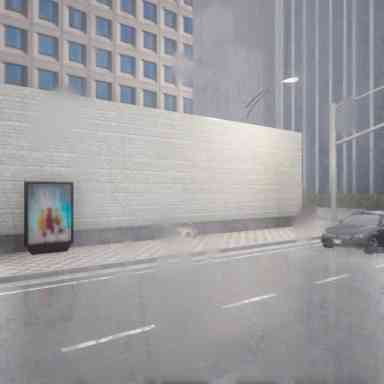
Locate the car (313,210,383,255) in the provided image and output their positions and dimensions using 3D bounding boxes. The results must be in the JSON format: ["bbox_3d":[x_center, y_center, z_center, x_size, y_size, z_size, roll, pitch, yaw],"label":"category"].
[{"bbox_3d":[7.159,1.525,13.393,4.674,1.442,1.812,0,0,-35],"label":"car"}]

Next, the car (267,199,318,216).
[{"bbox_3d":[10.401,1.547,34.826,2.128,1.511,4.902,0,0,-36],"label":"car"}]

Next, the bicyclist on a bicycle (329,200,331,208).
[{"bbox_3d":[18.624,1.356,43.921,1.656,1.620,0.582,0,0,-36],"label":"bicyclist on a bicycle"}]

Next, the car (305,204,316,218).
[{"bbox_3d":[9.021,1.533,30.740,1.882,1.535,5.008,0,0,-36],"label":"car"}]
